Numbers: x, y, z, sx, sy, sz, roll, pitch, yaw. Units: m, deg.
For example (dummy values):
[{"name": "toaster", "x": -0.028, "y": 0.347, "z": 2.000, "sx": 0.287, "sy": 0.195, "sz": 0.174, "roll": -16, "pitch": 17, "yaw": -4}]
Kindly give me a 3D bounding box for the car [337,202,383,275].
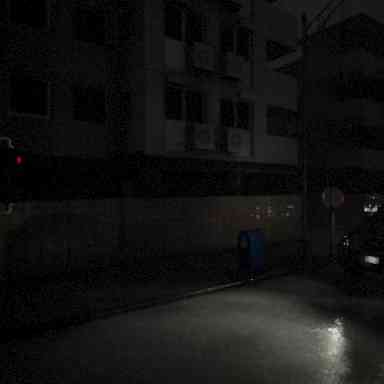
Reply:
[{"name": "car", "x": 6.305, "y": 1.157, "z": 9.091, "sx": 5.566, "sy": 2.045, "sz": 2.150, "roll": 0, "pitch": 0, "yaw": -35}]
